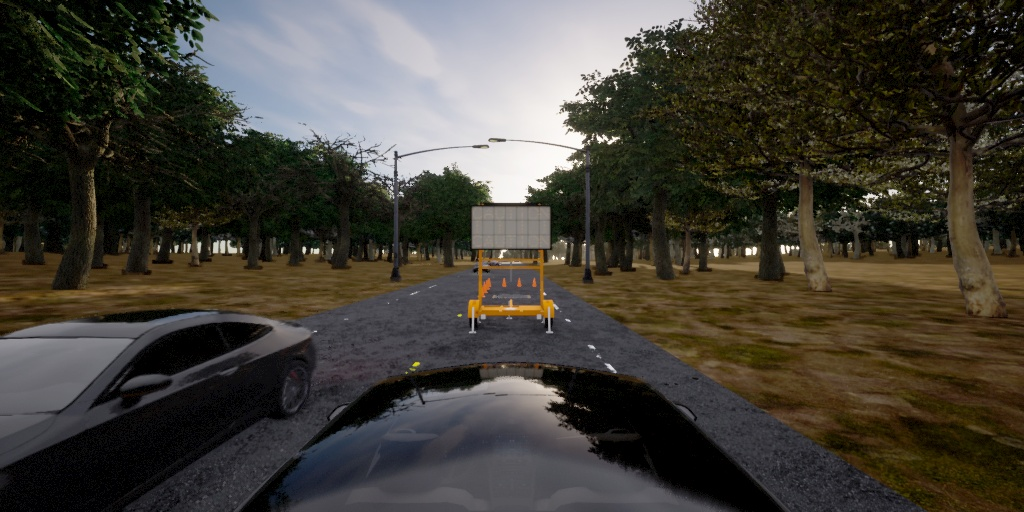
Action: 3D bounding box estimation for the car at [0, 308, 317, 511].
[{"bbox_3d":[-3.589,1.277,3.177,1.812,1.442,4.674,0,0,0],"label":"car"}]

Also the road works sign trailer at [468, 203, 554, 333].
[{"bbox_3d":[-0.027,0.223,10.723,2.380,3.560,2.880,0,0,0],"label":"road works sign trailer"}]

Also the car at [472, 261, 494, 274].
[{"bbox_3d":[-3.655,1.354,43.112,2.033,1.411,5.357,0,0,0],"label":"car"}]
